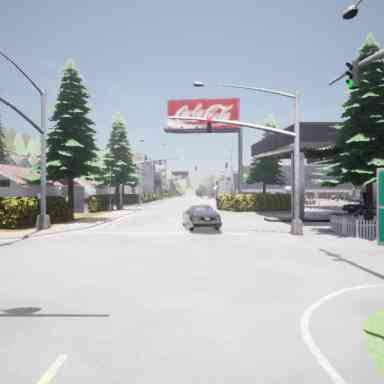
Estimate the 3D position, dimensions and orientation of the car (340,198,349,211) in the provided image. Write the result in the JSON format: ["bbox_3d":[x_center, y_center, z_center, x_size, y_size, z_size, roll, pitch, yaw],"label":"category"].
[{"bbox_3d":[19.791,1.738,37.859,5.357,1.411,2.033,0,0,-15],"label":"car"}]

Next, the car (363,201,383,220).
[{"bbox_3d":[18.631,1.671,30.636,4.611,1.667,2.242,0,0,0],"label":"car"}]

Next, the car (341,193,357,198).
[{"bbox_3d":[34.755,1.489,71.858,2.007,1.523,4.514,0,0,0],"label":"car"}]

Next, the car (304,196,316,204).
[{"bbox_3d":[22.368,1.552,64.040,1.970,1.475,3.806,0,0,0],"label":"car"}]

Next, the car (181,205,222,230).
[{"bbox_3d":[0.493,1.547,20.790,2.033,1.411,5.357,0,0,-8],"label":"car"}]

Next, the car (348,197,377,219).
[{"bbox_3d":[14.317,1.504,24.957,3.866,1.878,1.905,0,0,0],"label":"car"}]
